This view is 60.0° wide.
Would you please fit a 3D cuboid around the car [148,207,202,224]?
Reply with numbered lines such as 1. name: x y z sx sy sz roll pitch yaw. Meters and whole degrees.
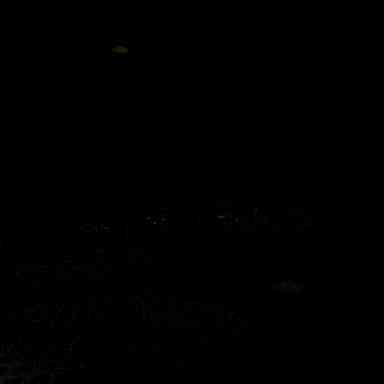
1. car: -1.055 1.837 25.473 2.033 1.411 5.357 0 0 36

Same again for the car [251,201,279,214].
1. car: 8.476 1.744 38.517 2.128 1.511 4.902 0 0 36
